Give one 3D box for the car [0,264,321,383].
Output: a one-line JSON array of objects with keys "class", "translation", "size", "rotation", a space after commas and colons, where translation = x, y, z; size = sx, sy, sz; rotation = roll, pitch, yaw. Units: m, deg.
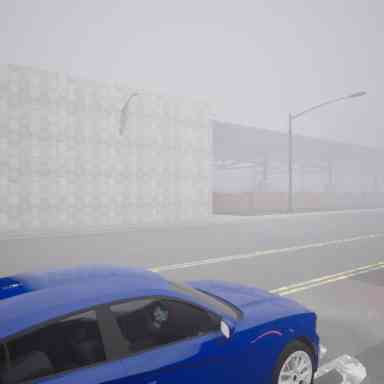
[{"class": "car", "translation": [-0.791, 1.478, 3.185], "size": [5.008, 1.535, 1.882], "rotation": [0, 0, -36]}]
